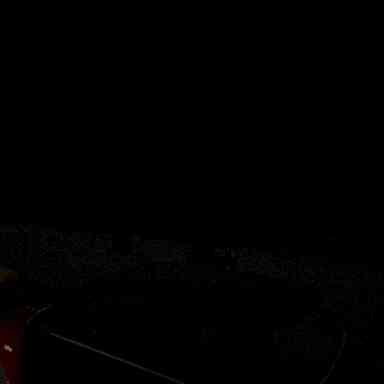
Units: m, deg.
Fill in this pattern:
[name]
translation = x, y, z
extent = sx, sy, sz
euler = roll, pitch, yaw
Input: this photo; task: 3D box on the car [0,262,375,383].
[car]
translation = -0.502, 1.462, 3.323
extent = 4.097, 1.590, 1.967
euler = -1, 0, 35
